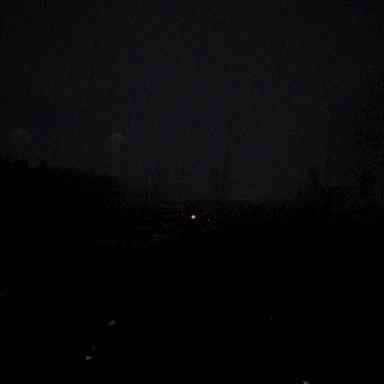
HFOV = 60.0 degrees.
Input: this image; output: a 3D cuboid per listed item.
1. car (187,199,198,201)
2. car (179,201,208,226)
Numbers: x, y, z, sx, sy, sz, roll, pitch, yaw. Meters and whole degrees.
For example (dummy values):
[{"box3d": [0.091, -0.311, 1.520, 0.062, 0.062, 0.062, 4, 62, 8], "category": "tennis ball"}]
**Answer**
[{"box3d": [0.086, 1.578, 40.430, 2.033, 1.411, 5.357, 0, 0, 0], "category": "car"}, {"box3d": [0.092, 1.577, 23.458, 1.994, 1.385, 4.181, 0, 0, 0], "category": "car"}]
